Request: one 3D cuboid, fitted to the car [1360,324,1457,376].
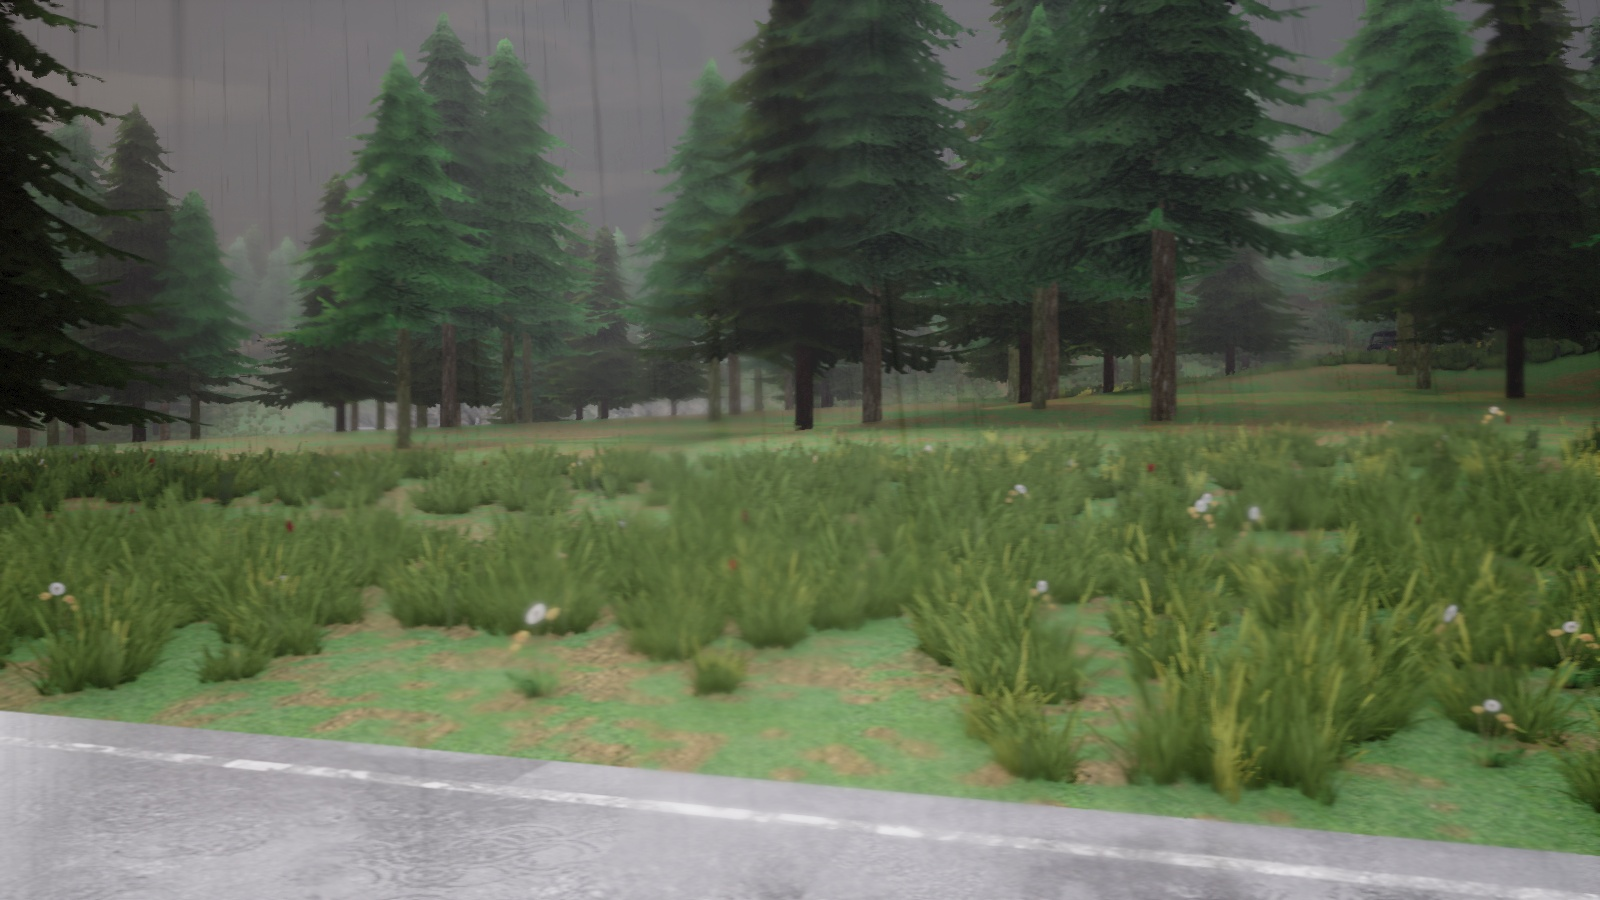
[{"bbox_3d":[29.230,-4.758,60.415,1.905,1.878,3.866,0,-4,-20],"label":"car"}]
